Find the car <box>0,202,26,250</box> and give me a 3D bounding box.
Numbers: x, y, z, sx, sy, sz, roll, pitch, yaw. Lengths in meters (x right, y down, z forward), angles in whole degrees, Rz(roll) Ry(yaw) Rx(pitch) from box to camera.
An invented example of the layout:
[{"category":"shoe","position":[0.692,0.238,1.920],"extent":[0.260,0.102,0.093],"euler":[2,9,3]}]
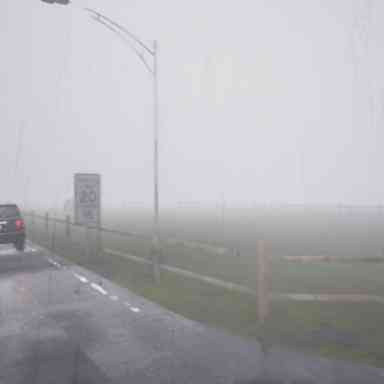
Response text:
[{"category":"car","position":[-8.991,1.472,14.843],"extent":[2.150,2.045,5.566],"euler":[0,-1,-37]}]
